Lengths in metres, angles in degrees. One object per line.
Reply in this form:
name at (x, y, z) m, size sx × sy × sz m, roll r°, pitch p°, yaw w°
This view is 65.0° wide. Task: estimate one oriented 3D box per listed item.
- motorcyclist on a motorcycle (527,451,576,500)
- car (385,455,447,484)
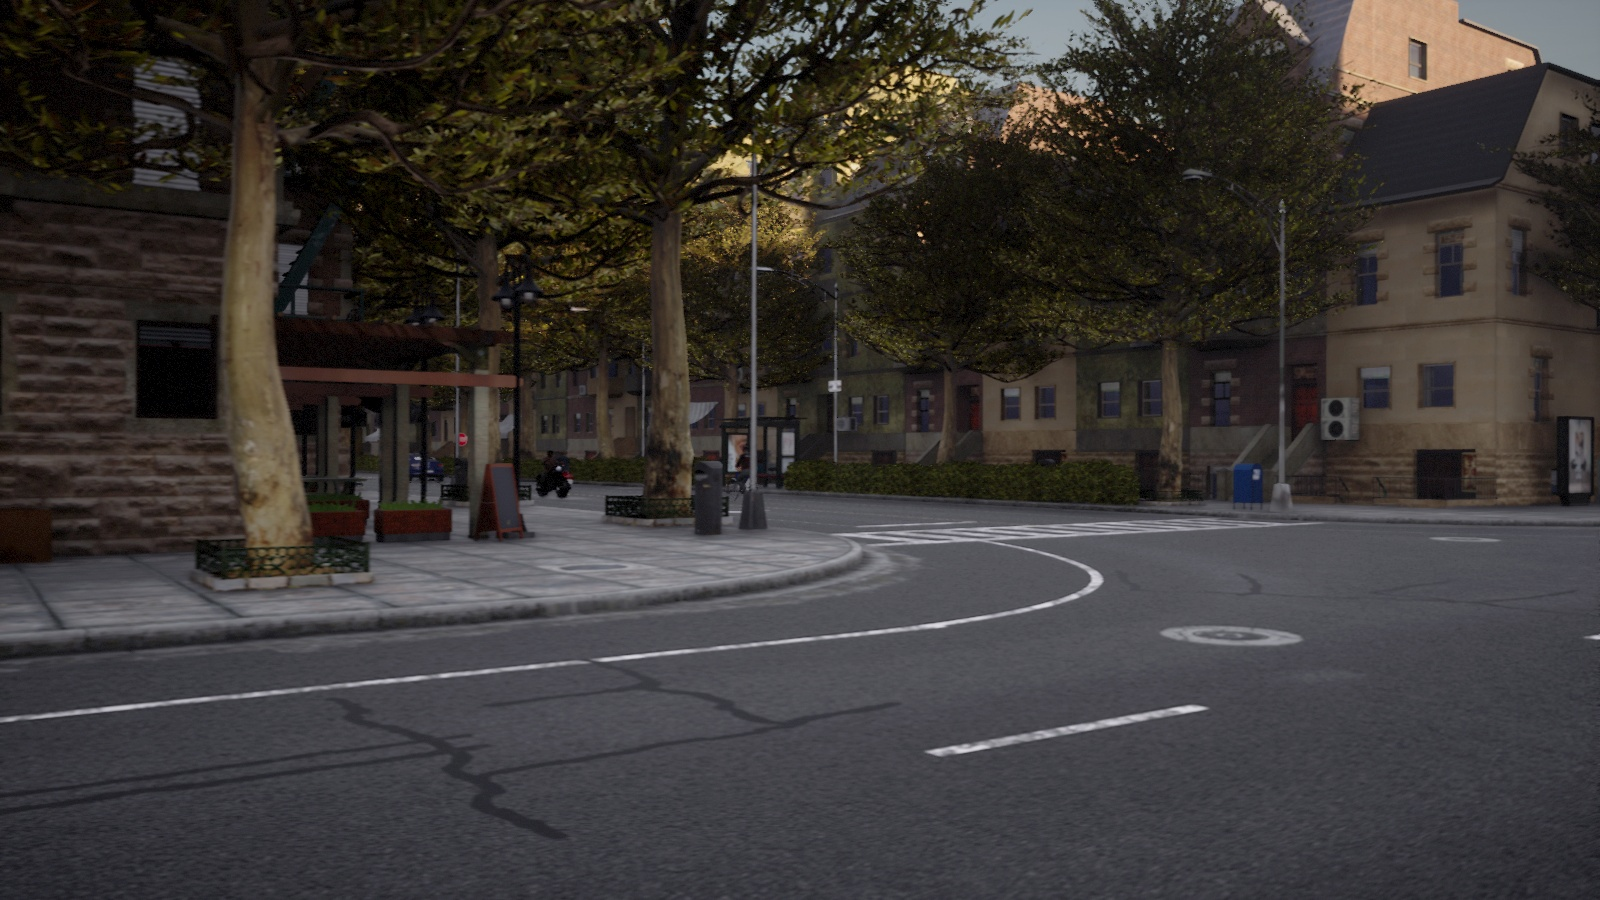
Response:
motorcyclist on a motorcycle at (-8.517, 0.846, 42.998) m, size 0.766 × 1.649 × 2.350 m, roll 0°, pitch 0°, yaw -35°
car at (-20.194, 1.008, 65.973) m, size 1.812 × 1.442 × 4.674 m, roll 0°, pitch 0°, yaw -34°
